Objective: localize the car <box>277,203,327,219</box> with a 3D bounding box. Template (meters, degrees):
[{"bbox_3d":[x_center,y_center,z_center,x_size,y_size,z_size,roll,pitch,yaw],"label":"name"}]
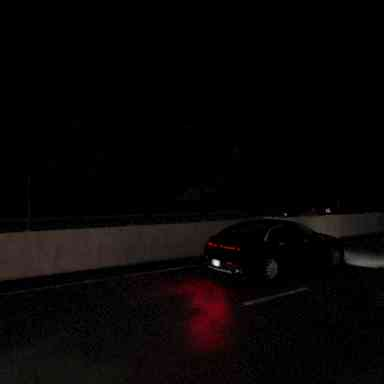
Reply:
[{"bbox_3d":[11.143,1.816,33.434,5.357,1.411,2.033,1,0,-35],"label":"car"}]

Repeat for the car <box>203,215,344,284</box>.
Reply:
[{"bbox_3d":[2.586,1.578,9.889,4.892,1.490,1.837,1,0,-36],"label":"car"}]

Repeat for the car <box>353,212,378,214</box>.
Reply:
[{"bbox_3d":[14.671,1.811,27.352,5.357,1.411,2.033,1,0,-35],"label":"car"}]
